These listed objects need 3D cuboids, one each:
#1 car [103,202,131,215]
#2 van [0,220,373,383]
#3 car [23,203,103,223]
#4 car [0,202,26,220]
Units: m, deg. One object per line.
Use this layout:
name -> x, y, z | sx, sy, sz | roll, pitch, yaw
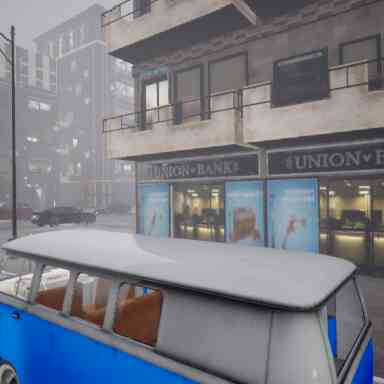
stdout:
car -> -8.612, 1.798, 36.407 | 1.947, 1.339, 4.313 | -2, -1, 36
van -> -0.450, 1.342, 3.182 | 3.998, 1.788, 1.690 | 0, -1, 36
car -> -8.542, 1.583, 22.356 | 1.947, 1.339, 4.313 | -2, -1, 36
car -> -15.293, 1.608, 27.325 | 1.967, 1.590, 4.097 | -2, -1, 36
